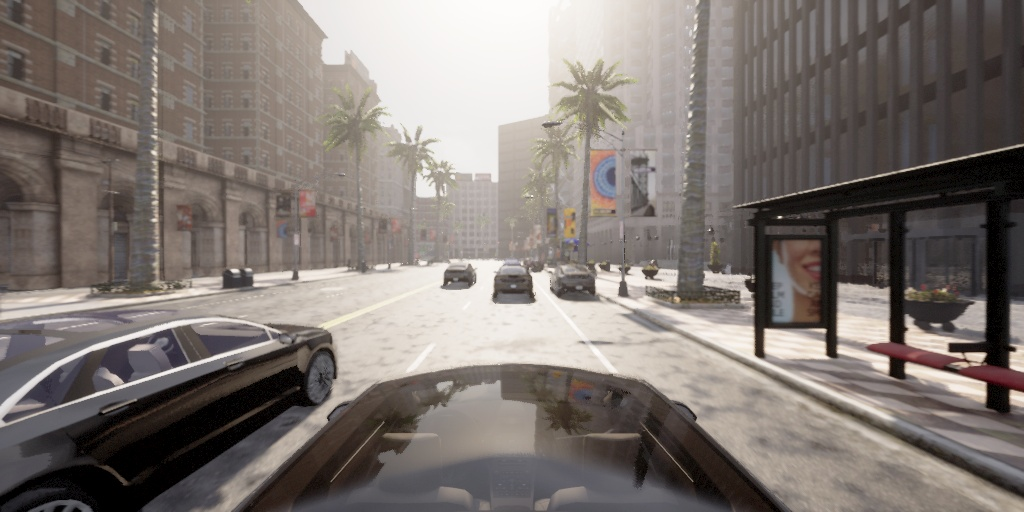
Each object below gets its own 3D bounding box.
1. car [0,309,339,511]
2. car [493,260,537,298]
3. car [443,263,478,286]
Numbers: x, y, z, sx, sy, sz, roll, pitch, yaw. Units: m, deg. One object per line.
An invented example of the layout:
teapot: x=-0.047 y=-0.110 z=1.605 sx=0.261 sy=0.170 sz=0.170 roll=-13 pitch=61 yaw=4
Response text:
car: x=-3.437 y=1.239 z=3.285 sx=2.128 sy=1.511 sz=4.902 roll=0 pitch=0 yaw=0
car: x=0.061 y=1.167 z=18.237 sx=1.882 sy=1.535 sz=5.008 roll=0 pitch=0 yaw=0
car: x=-3.452 y=1.175 z=24.396 sx=1.837 sy=1.490 sz=4.892 roll=0 pitch=0 yaw=0
